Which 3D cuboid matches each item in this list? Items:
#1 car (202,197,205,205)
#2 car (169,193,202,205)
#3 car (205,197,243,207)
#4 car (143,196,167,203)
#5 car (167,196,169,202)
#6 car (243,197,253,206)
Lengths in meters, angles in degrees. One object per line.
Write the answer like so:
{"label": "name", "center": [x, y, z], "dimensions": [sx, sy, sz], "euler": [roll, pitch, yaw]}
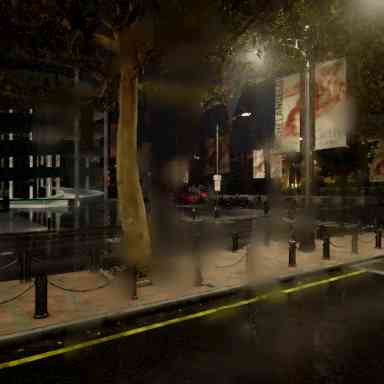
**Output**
{"label": "car", "center": [1.854, 1.546, 60.713], "dimensions": [2.033, 1.411, 5.357], "euler": [0, 0, -36]}
{"label": "car", "center": [-1.166, 1.220, 58.921], "dimensions": [2.150, 2.045, 5.566], "euler": [0, 0, -36]}
{"label": "car", "center": [4.743, 1.546, 50.619], "dimensions": [2.033, 1.411, 5.357], "euler": [0, 0, -35]}
{"label": "car", "center": [-7.826, 1.477, 66.762], "dimensions": [5.008, 1.535, 1.882], "euler": [0, 0, 42]}
{"label": "car", "center": [-4.461, 1.525, 68.535], "dimensions": [1.812, 1.442, 4.674], "euler": [0, 0, -44]}
{"label": "car", "center": [7.500, 1.490, 52.763], "dimensions": [2.128, 1.511, 4.902], "euler": [0, 0, -35]}
